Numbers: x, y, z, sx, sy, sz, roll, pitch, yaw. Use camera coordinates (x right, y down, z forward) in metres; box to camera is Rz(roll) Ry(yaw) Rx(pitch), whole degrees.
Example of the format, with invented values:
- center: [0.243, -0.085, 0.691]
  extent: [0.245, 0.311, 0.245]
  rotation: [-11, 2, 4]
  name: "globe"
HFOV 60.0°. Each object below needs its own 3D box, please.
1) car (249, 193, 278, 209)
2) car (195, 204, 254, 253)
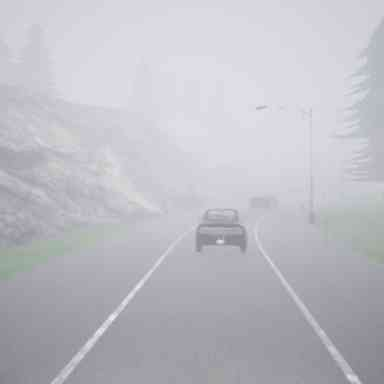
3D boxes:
- center: [7.148, 0.801, 32.834]
  extent: [1.882, 1.535, 5.008]
  rotation: [-1, 2, 27]
  name: "car"
- center: [1.236, 1.418, 13.591]
  extent: [2.128, 1.511, 4.902]
  rotation: [0, 1, 7]
  name: "car"
